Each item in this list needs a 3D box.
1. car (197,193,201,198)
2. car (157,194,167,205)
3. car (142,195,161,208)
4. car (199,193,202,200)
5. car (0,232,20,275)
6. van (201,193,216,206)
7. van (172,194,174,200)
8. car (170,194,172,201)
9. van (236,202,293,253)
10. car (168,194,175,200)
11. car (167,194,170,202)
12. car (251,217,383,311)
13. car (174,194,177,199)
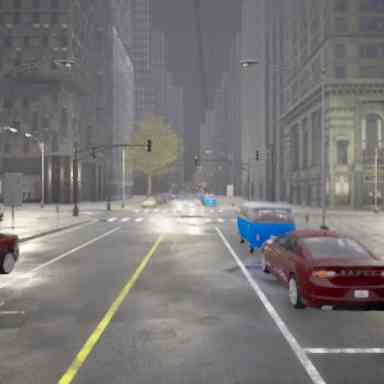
[{"bbox_3d":[2.756,1.452,72.841,2.008,1.369,4.403,0,0,0],"label":"car"},{"bbox_3d":[-5.767,1.461,56.369,1.887,1.381,4.507,0,0,0],"label":"car"},{"bbox_3d":[-5.771,1.454,45.619,1.752,1.417,4.829,0,0,0],"label":"car"},{"bbox_3d":[2.758,1.454,62.014,1.887,1.381,4.507,0,0,0],"label":"car"},{"bbox_3d":[-5.777,1.530,7.696,1.887,1.381,4.507,0,0,0],"label":"car"},{"bbox_3d":[2.760,1.262,51.188,1.690,1.788,3.998,0,0,0],"label":"van"},{"bbox_3d":[-5.769,1.240,77.525,1.690,1.788,3.998,0,0,0],"label":"van"},{"bbox_3d":[-5.768,1.457,66.947,2.008,1.369,4.403,0,0,0],"label":"car"},{"bbox_3d":[2.778,1.316,13.203,1.690,1.788,3.998,0,0,0],"label":"van"},{"bbox_3d":[-5.771,1.416,93.222,1.752,1.417,4.829,0,0,0],"label":"car"},{"bbox_3d":[-5.767,1.226,61.658,2.192,1.841,5.009,0,0,0],"label":"car"},{"bbox_3d":[2.778,1.529,7.678,1.887,1.381,4.507,0,0,0],"label":"car"},{"bbox_3d":[-5.771,1.459,88.102,1.947,1.339,4.313,0,0,0],"label":"car"}]
